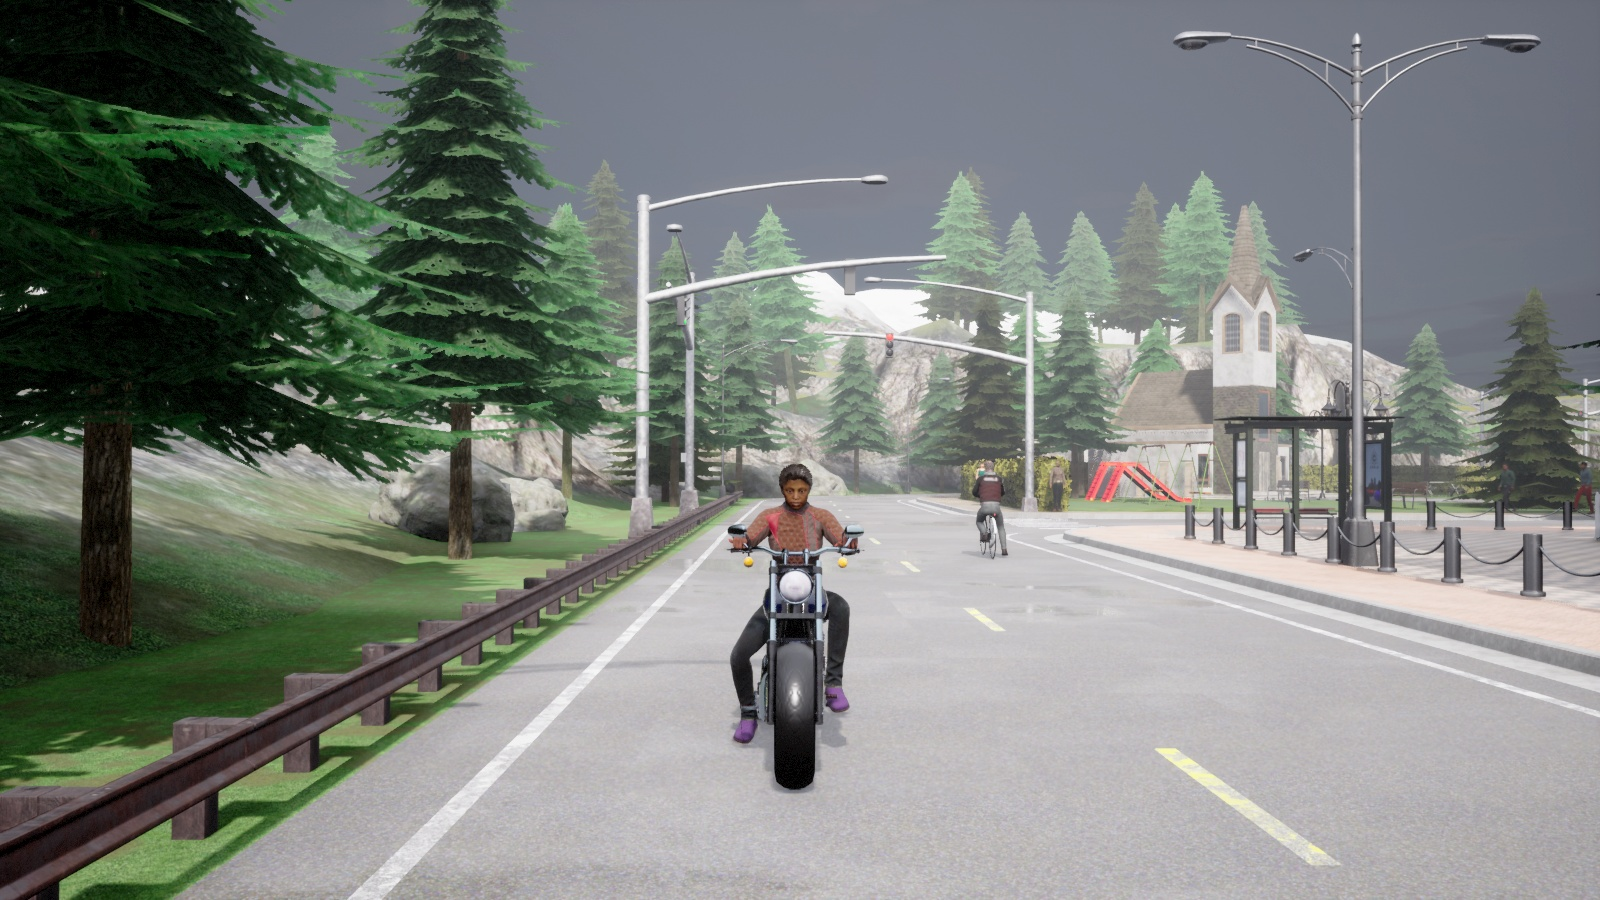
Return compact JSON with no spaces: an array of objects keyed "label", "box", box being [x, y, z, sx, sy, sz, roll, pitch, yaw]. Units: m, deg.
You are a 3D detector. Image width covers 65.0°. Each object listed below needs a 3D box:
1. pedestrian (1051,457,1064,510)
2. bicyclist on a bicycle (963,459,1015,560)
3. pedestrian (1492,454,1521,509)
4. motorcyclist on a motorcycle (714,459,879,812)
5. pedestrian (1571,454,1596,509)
[{"label":"pedestrian","box":[8.943,1.155,43.646,0.331,1.846,0.634,0,-1,1]},{"label":"bicyclist on a bicycle","box":[3.438,1.056,22.945,0.659,1.776,1.843,0,-1,0]},{"label":"pedestrian","box":[25.051,1.106,44.546,0.788,1.949,0.423,0,-1,-6]},{"label":"motorcyclist on a motorcycle","box":[-0.019,0.883,7.064,0.766,1.649,2.350,0,-1,0]},{"label":"pedestrian","box":[26.751,1.071,42.852,0.614,1.847,0.353,0,-1,-5]}]
